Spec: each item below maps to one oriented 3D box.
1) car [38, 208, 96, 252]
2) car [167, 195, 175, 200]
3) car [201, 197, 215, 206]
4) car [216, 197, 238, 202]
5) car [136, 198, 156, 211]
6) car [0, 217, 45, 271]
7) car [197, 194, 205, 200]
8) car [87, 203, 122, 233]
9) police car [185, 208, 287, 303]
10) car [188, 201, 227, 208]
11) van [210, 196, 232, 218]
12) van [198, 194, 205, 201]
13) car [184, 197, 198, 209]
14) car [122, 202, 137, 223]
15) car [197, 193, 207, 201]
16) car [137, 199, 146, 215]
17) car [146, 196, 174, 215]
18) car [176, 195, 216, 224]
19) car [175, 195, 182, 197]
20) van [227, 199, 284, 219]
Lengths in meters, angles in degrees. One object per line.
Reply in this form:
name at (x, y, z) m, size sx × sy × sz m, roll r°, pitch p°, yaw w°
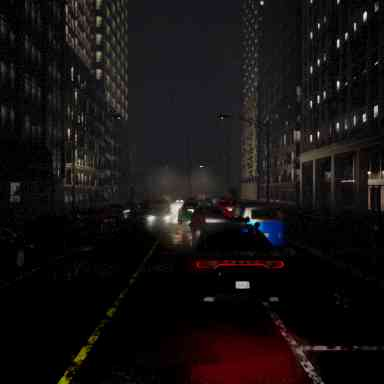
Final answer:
car at (-5.731, 1.563, 13.938) m, size 1.947 × 1.339 × 4.313 m, roll -1°, pitch 0°, yaw 0°
car at (-5.922, 1.539, 93.509) m, size 1.947 × 1.339 × 4.313 m, roll -1°, pitch 0°, yaw 0°
car at (2.555, 1.537, 53.743) m, size 2.008 × 1.369 × 4.403 m, roll -1°, pitch 0°, yaw 0°
car at (2.620, 1.309, 25.325) m, size 2.192 × 1.841 × 5.009 m, roll -1°, pitch 0°, yaw 0°
car at (-5.799, 1.541, 42.356) m, size 2.008 × 1.369 × 4.403 m, roll -1°, pitch 0°, yaw 0°
car at (-5.717, 1.549, 8.254) m, size 2.008 × 1.369 × 4.403 m, roll -1°, pitch 0°, yaw 0°
car at (2.458, 1.413, 93.529) m, size 1.967 × 1.590 × 4.097 m, roll -1°, pitch 0°, yaw 0°
car at (-5.744, 1.540, 19.621) m, size 1.887 × 1.381 × 4.507 m, roll -1°, pitch 0°, yaw 0°
police car at (0.880, 1.423, 8.410) m, size 1.930 × 1.638 × 5.238 m, roll 0°, pitch 0°, yaw 0°
car at (0.856, 1.473, 18.300) m, size 1.882 × 1.535 × 5.008 m, roll 0°, pitch 0°, yaw 0°
van at (2.607, 1.334, 31.009) m, size 1.690 × 1.788 × 3.998 m, roll -1°, pitch 0°, yaw 0°
van at (2.471, 1.317, 87.845) m, size 1.690 × 1.788 × 3.998 m, roll -1°, pitch 0°, yaw 0°
car at (-0.086, 1.514, 46.325) m, size 1.812 × 1.442 × 4.674 m, roll 0°, pitch 0°, yaw 0°
car at (-5.759, 1.545, 25.305) m, size 2.008 × 1.369 × 4.403 m, roll -1°, pitch 0°, yaw 0°
car at (2.484, 1.293, 82.162) m, size 2.192 × 1.841 × 5.009 m, roll -1°, pitch 0°, yaw 0°
car at (-5.771, 1.575, 30.989) m, size 1.802 × 1.307 × 4.206 m, roll -1°, pitch 0°, yaw 0°
car at (-3.177, 1.469, 34.041) m, size 1.882 × 1.535 × 5.008 m, roll 0°, pitch 0°, yaw 0°
car at (0.325, 1.346, 24.395) m, size 2.097 × 1.767 × 4.553 m, roll 0°, pitch 0°, yaw 8°
car at (-3.205, 1.468, 85.183) m, size 2.128 × 1.511 × 4.902 m, roll 0°, pitch 0°, yaw 0°
van at (2.648, 1.338, 13.958) m, size 1.690 × 1.788 × 3.998 m, roll -1°, pitch 0°, yaw 0°
